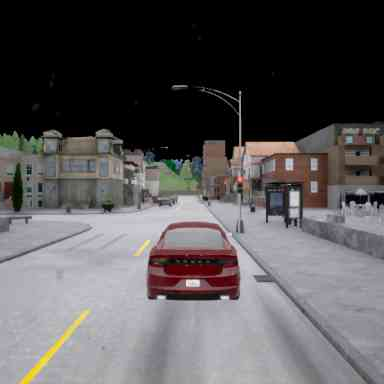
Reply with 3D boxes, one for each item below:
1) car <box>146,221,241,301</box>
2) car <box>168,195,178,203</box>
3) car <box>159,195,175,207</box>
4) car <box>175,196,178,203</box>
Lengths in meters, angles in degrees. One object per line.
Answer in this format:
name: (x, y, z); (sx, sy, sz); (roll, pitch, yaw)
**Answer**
car: (0.049, 1.478, 8.416); (1.882, 1.535, 5.008); (0, 0, 1)
car: (-4.011, 1.500, 71.661); (1.837, 1.490, 4.892); (0, 0, 0)
car: (-4.108, 1.505, 51.988); (1.837, 1.490, 4.892); (0, 0, 0)
car: (-4.069, 1.601, 61.293); (1.895, 1.301, 4.718); (0, 0, 0)
